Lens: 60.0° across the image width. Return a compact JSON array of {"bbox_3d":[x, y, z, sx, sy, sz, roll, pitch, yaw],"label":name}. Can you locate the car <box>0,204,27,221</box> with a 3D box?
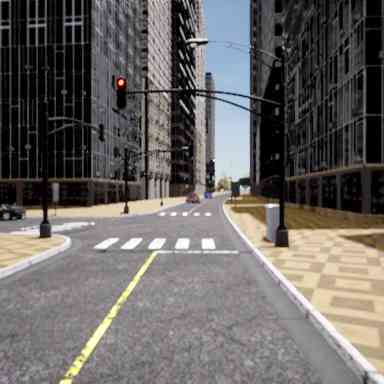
[{"bbox_3d":[-16.461,1.707,28.512,4.403,1.369,2.008,-1,1,10],"label":"car"}]

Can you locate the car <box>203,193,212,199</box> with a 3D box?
[{"bbox_3d":[3.879,0.939,81.146,1.882,1.535,5.008,0,0,9],"label":"car"}]

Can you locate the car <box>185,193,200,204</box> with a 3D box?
[{"bbox_3d":[0.151,0.980,55.039,2.097,1.767,4.553,0,0,7],"label":"car"}]
